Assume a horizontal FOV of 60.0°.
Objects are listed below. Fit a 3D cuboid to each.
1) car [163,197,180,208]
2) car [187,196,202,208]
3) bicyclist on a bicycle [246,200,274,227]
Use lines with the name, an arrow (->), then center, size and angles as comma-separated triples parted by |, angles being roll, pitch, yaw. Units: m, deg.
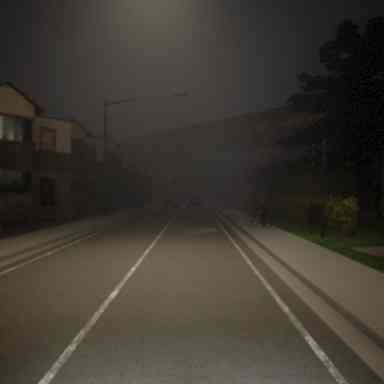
car -> -2.949, 1.474, 47.230 | 1.812, 1.442, 4.674 | 0, 0, 3
car -> 0.375, 1.302, 46.517 | 2.097, 1.767, 4.553 | 0, 0, 1
bicyclist on a bicycle -> 4.010, 1.286, 19.635 | 1.656, 1.620, 0.582 | 0, 0, 0
